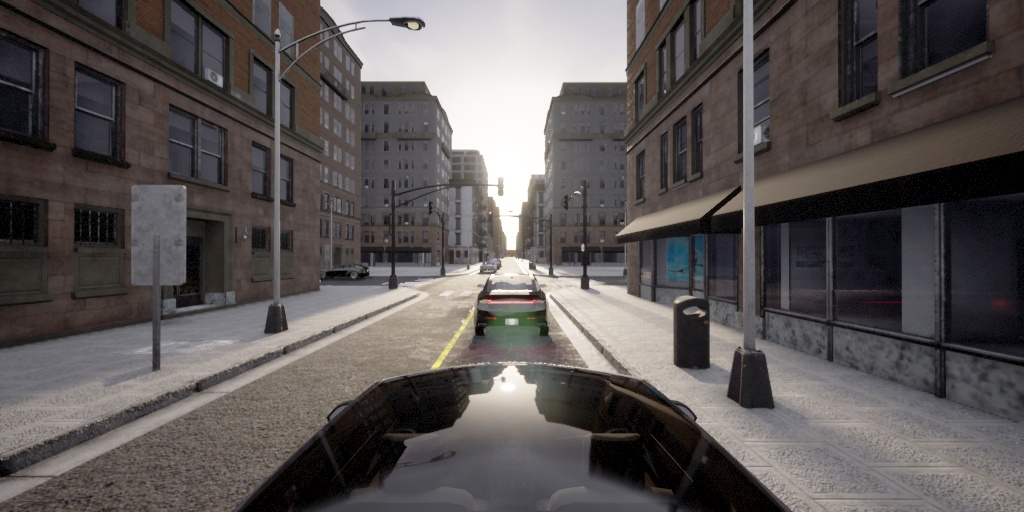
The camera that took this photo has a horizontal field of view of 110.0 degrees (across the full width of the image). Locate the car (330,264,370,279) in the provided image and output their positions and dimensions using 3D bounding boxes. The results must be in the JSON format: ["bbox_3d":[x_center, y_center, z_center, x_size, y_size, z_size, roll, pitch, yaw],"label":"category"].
[{"bbox_3d":[-14.772,1.327,31.517,4.313,1.339,1.948,0,0,0],"label":"car"}]

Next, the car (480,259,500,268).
[{"bbox_3d":[-2.857,1.321,43.648,1.895,1.301,4.718,0,0,0],"label":"car"}]

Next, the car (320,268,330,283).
[{"bbox_3d":[-14.775,1.287,23.491,4.313,1.339,1.948,0,0,0],"label":"car"}]

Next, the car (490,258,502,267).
[{"bbox_3d":[-2.825,1.196,64.172,1.837,1.490,4.892,0,0,0],"label":"car"}]

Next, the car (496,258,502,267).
[{"bbox_3d":[-2.853,1.183,53.887,1.882,1.535,5.008,0,0,0],"label":"car"}]

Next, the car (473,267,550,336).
[{"bbox_3d":[-0.002,1.241,10.349,2.128,1.511,4.902,0,0,0],"label":"car"}]
